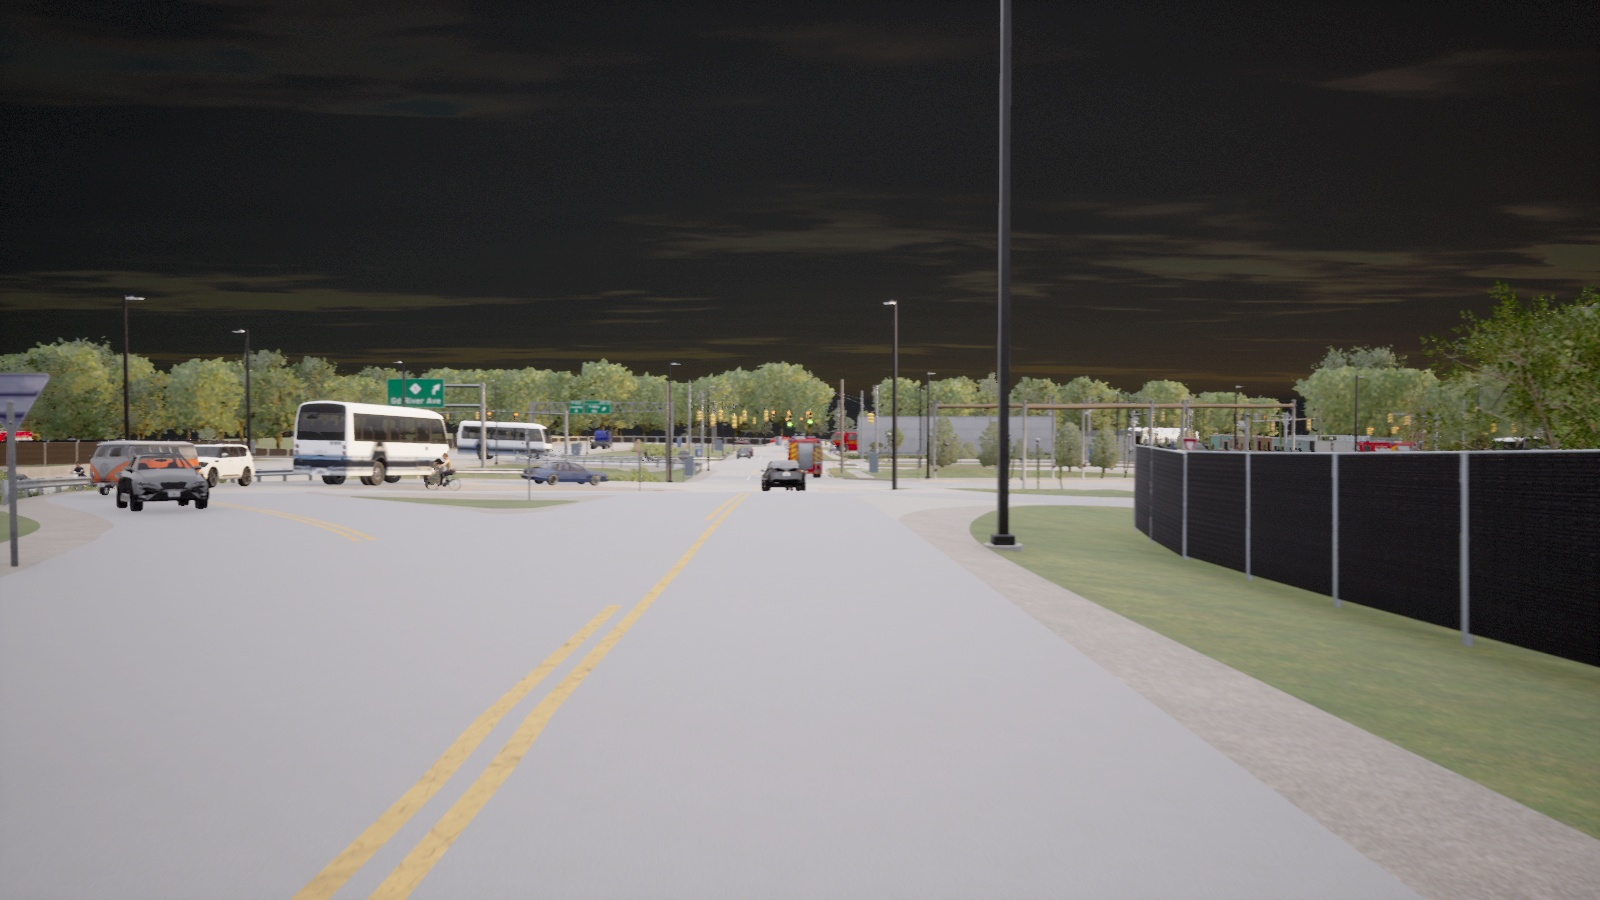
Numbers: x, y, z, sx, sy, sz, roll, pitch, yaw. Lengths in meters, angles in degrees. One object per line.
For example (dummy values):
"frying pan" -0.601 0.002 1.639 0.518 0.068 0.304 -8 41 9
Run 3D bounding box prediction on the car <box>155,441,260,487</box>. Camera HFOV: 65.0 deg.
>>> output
"car" -27.619 0.664 58.816 2.150 2.045 5.566 0 -1 2

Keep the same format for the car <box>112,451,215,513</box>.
"car" -16.770 0.800 33.000 1.816 1.474 4.193 -1 0 -35

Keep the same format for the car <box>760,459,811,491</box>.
"car" -0.742 1.251 60.649 2.163 1.488 4.792 0 -2 -4

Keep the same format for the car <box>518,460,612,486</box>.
"car" -14.403 1.422 77.174 5.357 1.411 2.033 2 1 -41

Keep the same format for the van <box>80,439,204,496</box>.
"van" -24.139 0.609 46.238 1.775 1.987 4.442 -1 0 8

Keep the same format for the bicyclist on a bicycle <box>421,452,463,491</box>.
"bicyclist on a bicycle" -15.261 0.917 53.531 1.509 1.612 0.866 1 -1 -1

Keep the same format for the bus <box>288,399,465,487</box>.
"bus" -22.429 -0.296 67.393 3.944 4.253 10.273 1 0 14
